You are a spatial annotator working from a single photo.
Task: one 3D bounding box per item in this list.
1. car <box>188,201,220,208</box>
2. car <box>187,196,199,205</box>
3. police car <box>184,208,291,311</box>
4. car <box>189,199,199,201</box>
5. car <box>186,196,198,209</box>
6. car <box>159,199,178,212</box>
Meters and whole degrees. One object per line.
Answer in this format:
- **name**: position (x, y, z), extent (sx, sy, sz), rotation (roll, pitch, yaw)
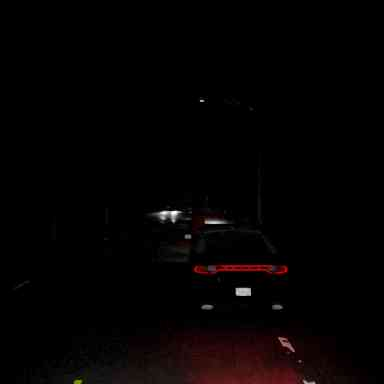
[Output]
- **car**: position (0.867, 1.467, 17.900), extent (1.882, 1.535, 5.008), rotation (0, 0, 0)
- **car**: position (0.141, 1.451, 58.938), extent (2.033, 1.411, 5.357), rotation (0, 1, 0)
- **police car**: position (0.843, 1.420, 8.007), extent (1.930, 1.638, 5.238), rotation (0, 0, 0)
- **car**: position (0.881, 1.490, 23.901), extent (1.837, 1.490, 4.892), rotation (0, 0, 0)
- **car**: position (0.126, 1.444, 45.640), extent (1.882, 1.535, 5.008), rotation (0, 0, 1)
- **car**: position (-2.656, 1.538, 38.985), extent (1.994, 1.385, 4.181), rotation (0, 0, 0)
